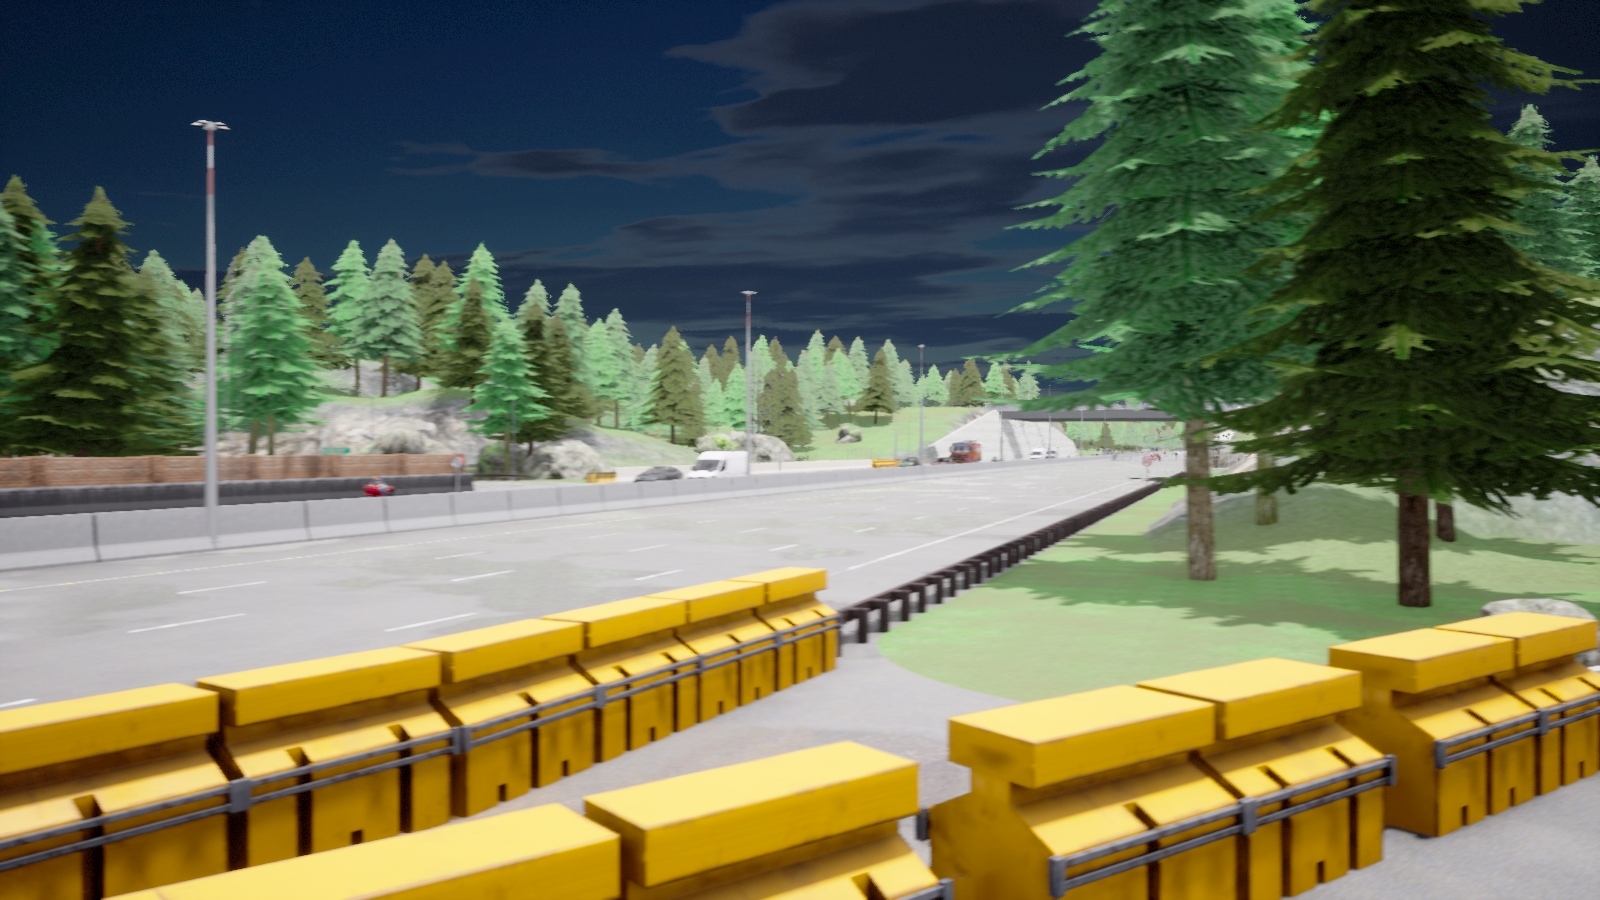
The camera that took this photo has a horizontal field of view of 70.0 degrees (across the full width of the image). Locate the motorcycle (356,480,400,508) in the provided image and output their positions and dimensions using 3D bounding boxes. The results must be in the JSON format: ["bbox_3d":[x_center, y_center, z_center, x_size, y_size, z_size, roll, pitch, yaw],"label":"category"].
[{"bbox_3d":[-19.954,2.063,54.059,0.803,1.217,2.033,0,0,21],"label":"motorcycle"}]

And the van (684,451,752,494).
[{"bbox_3d":[-5.168,1.369,72.732,1.988,2.561,5.915,0,0,21],"label":"van"}]
